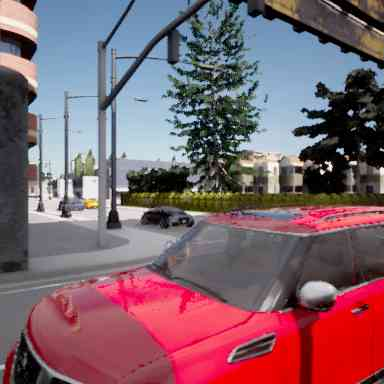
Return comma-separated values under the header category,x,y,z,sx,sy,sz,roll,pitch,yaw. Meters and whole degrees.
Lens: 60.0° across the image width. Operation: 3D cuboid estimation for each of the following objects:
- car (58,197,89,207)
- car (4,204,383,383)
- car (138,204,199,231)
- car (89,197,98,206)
category,x,y,z,sx,sy,sz,roll,pitch,yaw
car,-14.280,1.345,39.323,2.097,1.767,4.553,0,0,-35
car,0.999,1.219,3.863,5.566,2.045,2.150,0,1,-34
car,-1.611,1.558,21.314,1.994,1.385,4.181,0,0,-35
car,-14.022,1.470,45.364,1.882,1.535,5.008,0,0,-34
